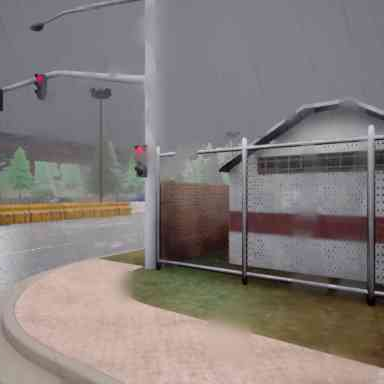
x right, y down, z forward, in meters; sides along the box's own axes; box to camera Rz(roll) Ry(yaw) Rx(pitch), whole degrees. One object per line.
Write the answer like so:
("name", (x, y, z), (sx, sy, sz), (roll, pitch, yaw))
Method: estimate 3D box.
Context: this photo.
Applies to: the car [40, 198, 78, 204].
("car", (-15.929, 1.505, 39.646), (1.837, 1.490, 4.892), (0, 0, 34))
